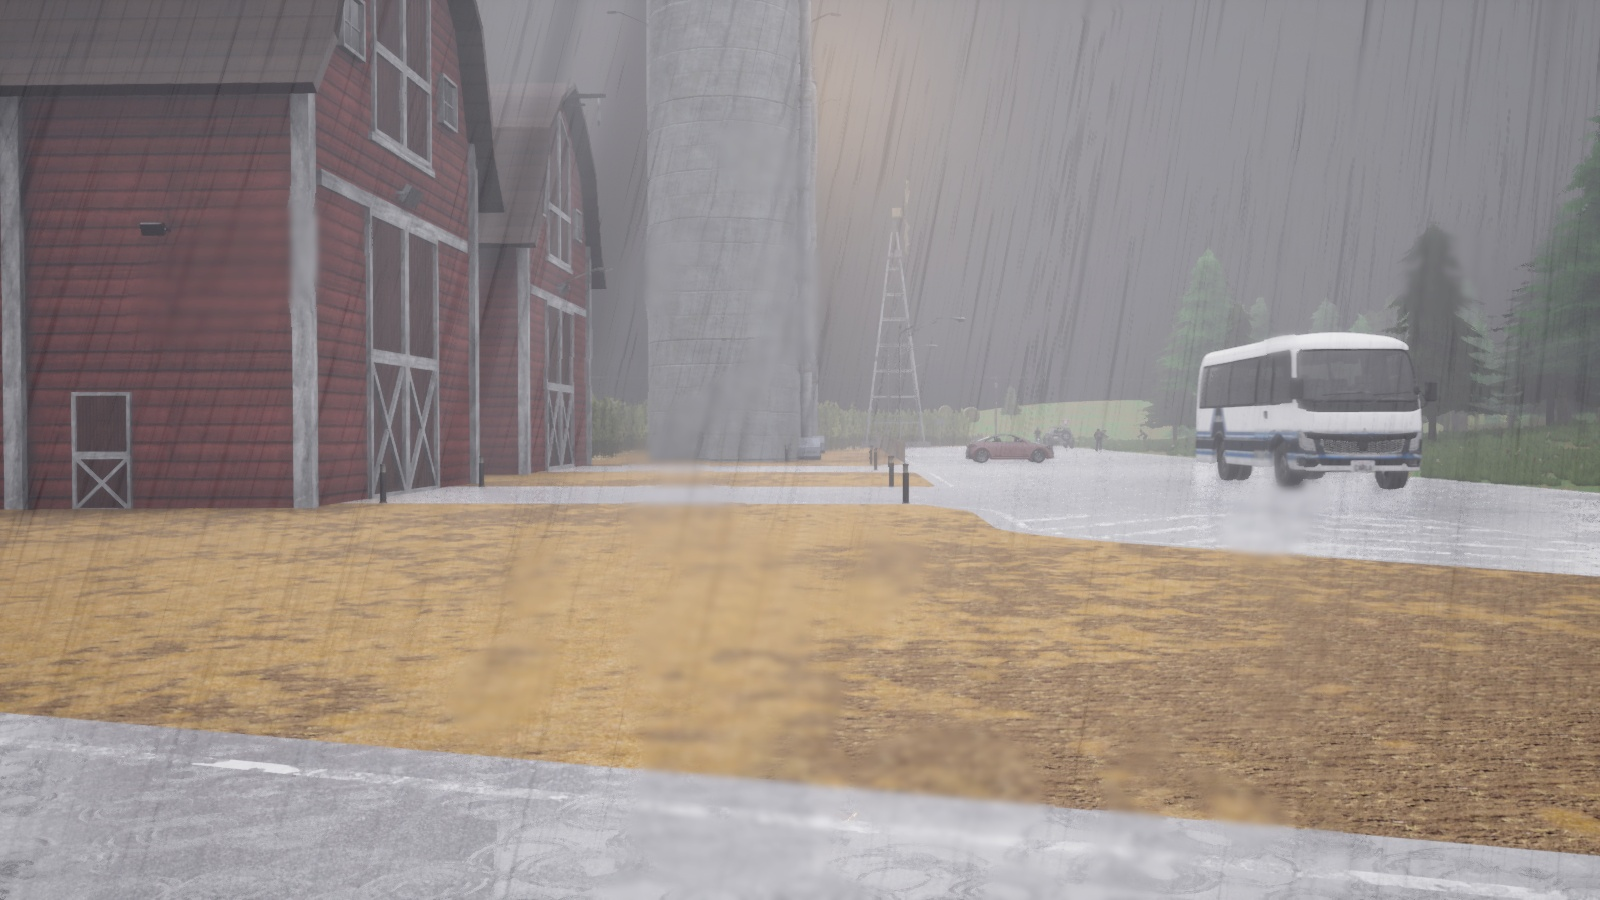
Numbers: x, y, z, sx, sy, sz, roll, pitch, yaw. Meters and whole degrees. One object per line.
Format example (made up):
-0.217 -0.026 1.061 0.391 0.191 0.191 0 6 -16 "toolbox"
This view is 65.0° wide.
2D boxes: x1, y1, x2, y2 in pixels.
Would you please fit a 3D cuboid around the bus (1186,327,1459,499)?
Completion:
14.587 -1.012 36.430 3.944 4.253 10.273 0 1 2 "bus"
